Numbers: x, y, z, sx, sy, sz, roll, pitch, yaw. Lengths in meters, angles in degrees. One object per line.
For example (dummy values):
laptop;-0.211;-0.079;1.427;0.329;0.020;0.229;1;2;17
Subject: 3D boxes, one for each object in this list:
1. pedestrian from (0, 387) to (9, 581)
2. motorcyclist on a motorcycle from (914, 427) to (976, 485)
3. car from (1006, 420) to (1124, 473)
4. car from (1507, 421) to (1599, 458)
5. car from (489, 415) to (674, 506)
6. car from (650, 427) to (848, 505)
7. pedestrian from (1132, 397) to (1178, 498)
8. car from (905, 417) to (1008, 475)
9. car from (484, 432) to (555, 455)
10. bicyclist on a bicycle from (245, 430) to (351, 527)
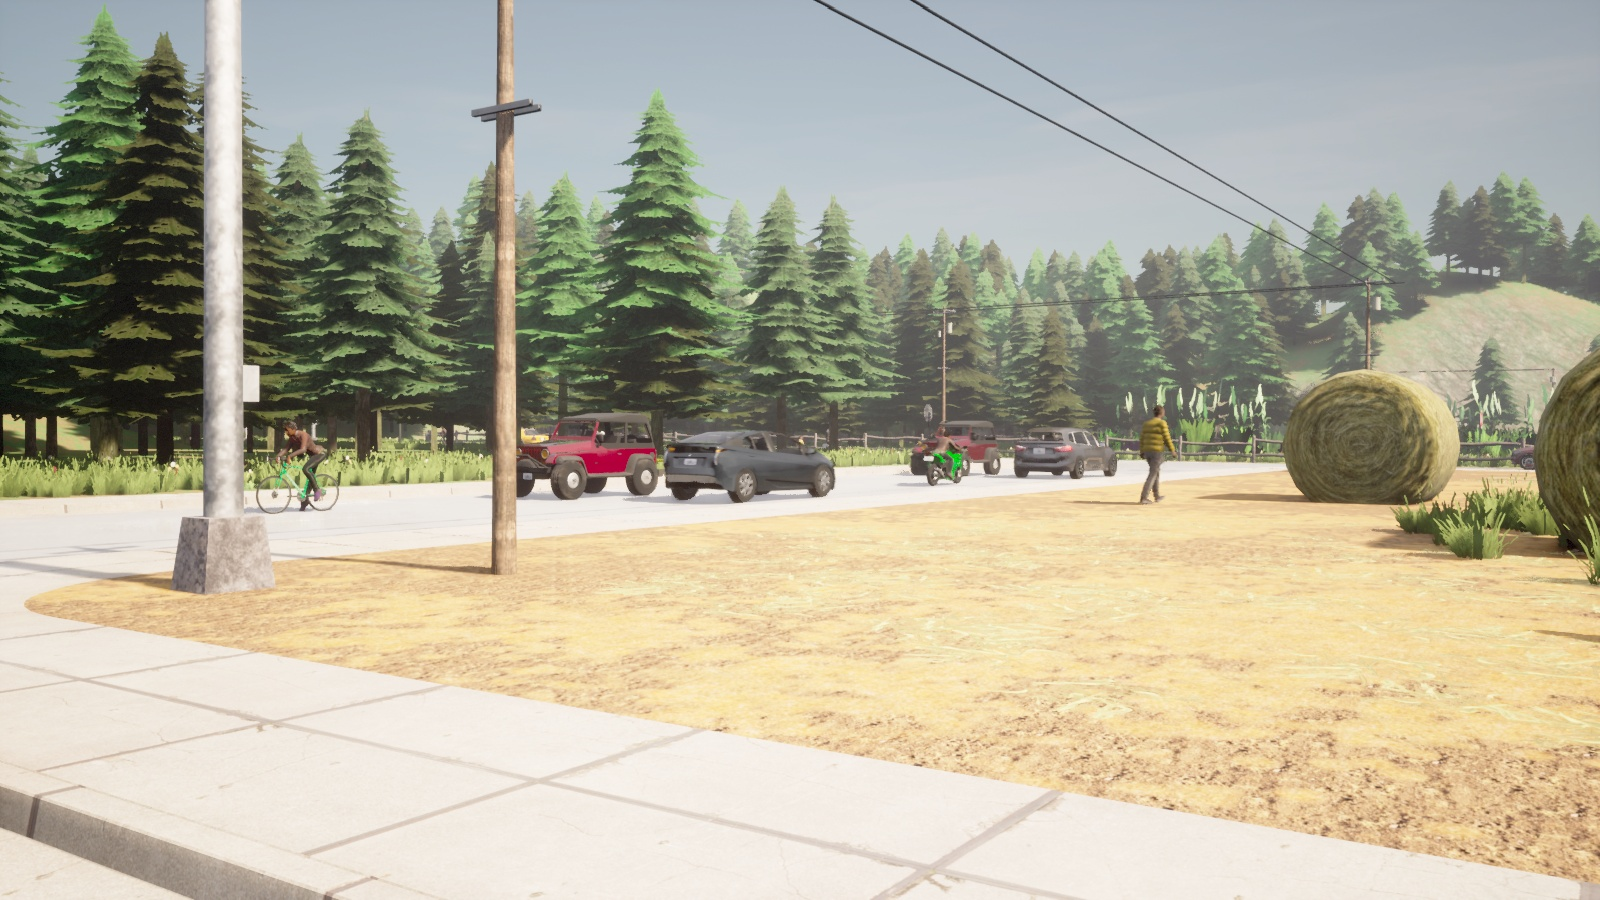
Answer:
pedestrian;-7.850;0.323;11.572;0.869;1.805;0.328;-1;1;-42
motorcyclist on a motorcycle;4.033;0.155;34.808;0.797;1.523;2.044;0;2;35
car;8.873;-0.154;41.816;2.242;1.667;4.611;0;1;34
car;31.697;-0.434;51.316;4.674;1.442;1.812;0;1;37
car;-4.815;0.179;28.155;1.905;1.878;3.866;0;1;35
car;-1.019;0.294;27.493;2.007;1.525;4.514;0;1;35
pedestrian;6.541;-0.054;23.143;0.709;1.840;0.431;-1;1;-30
car;5.379;-0.176;42.918;1.905;1.878;3.866;0;1;35
car;-20.103;-0.477;89.933;5.366;1.575;1.801;0;1;36
bicyclist on a bicycle;-8.880;0.477;22.268;0.582;1.620;1.656;0;1;35
